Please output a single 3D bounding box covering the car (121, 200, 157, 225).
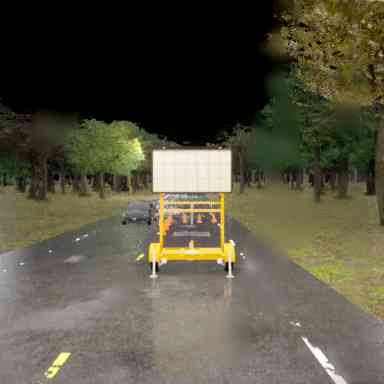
[{"bbox_3d":[-3.501,1.365,22.638,1.837,1.490,4.892,0,1,0],"label":"car"}]

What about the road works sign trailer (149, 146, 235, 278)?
[{"bbox_3d":[-0.001,0.434,10.069,2.380,3.560,2.880,0,0,0],"label":"road works sign trailer"}]
